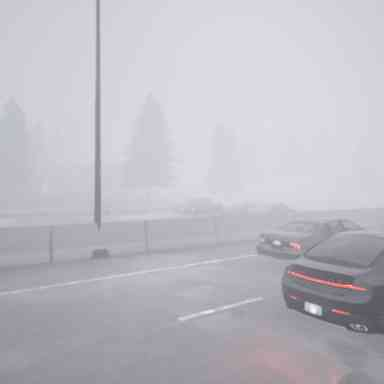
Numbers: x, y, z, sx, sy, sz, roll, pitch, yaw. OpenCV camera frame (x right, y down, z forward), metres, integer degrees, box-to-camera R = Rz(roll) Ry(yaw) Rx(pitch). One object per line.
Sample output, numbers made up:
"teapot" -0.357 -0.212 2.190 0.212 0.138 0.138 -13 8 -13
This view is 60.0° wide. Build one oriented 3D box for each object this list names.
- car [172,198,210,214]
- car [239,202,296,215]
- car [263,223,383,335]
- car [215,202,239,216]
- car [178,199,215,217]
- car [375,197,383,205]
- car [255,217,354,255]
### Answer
"car" 0.214 1.368 34.228 4.553 1.767 2.097 0 0 -35
"car" 6.103 1.544 25.534 4.674 1.442 1.812 0 0 -35
"car" 3.823 1.514 6.482 4.892 1.490 1.837 -1 0 -35
"car" 4.438 1.582 28.643 4.181 1.385 1.994 0 0 -35
"car" 1.395 1.617 30.775 4.718 1.301 1.895 0 0 -35
"car" 33.921 1.570 58.003 4.902 1.511 2.128 0 0 -34
"car" 4.562 1.558 11.299 5.357 1.411 2.033 0 0 -35
